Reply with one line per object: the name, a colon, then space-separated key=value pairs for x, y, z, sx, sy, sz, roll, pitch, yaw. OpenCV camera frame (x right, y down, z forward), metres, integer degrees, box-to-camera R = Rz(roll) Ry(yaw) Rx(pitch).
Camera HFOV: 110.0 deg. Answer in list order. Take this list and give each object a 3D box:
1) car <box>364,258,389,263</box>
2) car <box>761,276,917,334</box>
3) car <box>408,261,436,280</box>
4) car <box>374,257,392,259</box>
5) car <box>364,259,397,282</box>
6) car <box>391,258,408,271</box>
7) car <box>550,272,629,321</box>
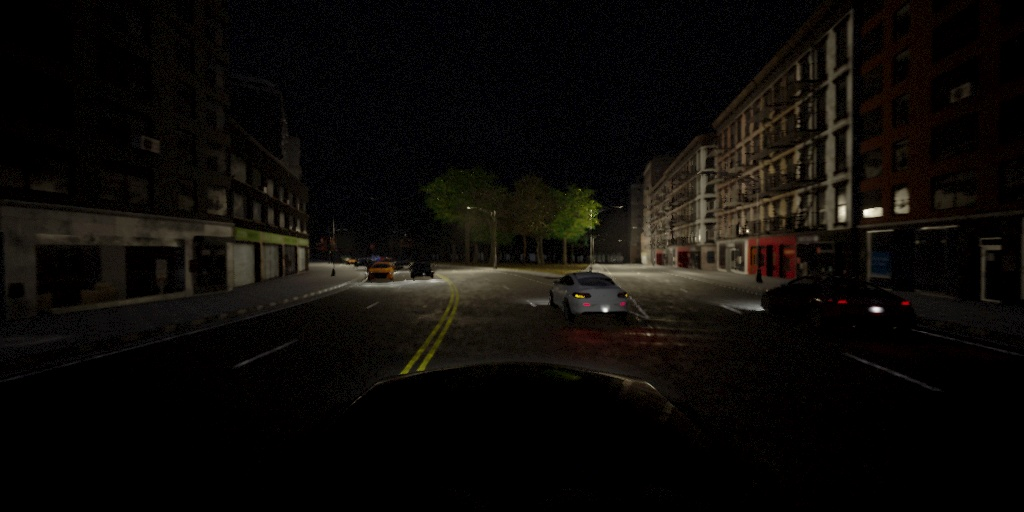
car: x=-17.769 y=1.312 z=47.060 sx=1.994 sy=1.385 sz=4.181 roll=-1 pitch=0 yaw=-27
car: x=9.241 y=1.265 z=10.607 sx=1.994 sy=1.385 sz=4.181 roll=0 pitch=0 yaw=13
car: x=-7.980 y=1.224 z=31.814 sx=1.837 sy=1.490 sz=4.892 roll=-1 pitch=1 yaw=-18
car: x=-21.612 y=1.247 z=60.801 sx=1.994 sy=1.385 sz=4.181 roll=-1 pitch=1 yaw=-29
car: x=-10.812 y=1.256 z=29.833 sx=1.882 sy=1.535 sz=5.008 roll=-1 pitch=0 yaw=-17
car: x=-14.526 y=1.232 z=47.874 sx=1.812 sy=1.442 sz=4.674 roll=-1 pitch=0 yaw=-27
car: x=2.485 y=1.261 z=12.315 sx=1.812 sy=1.442 sz=4.674 roll=0 pitch=0 yaw=-3
